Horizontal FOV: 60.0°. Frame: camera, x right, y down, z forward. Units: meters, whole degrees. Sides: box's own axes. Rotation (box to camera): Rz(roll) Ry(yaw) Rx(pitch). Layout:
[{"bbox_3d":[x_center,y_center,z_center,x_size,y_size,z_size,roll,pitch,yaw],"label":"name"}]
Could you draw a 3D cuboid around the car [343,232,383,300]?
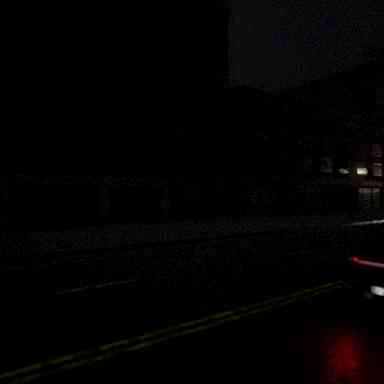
[{"bbox_3d":[5.217,1.501,7.158,4.902,1.511,2.128,0,0,-36],"label":"car"}]
